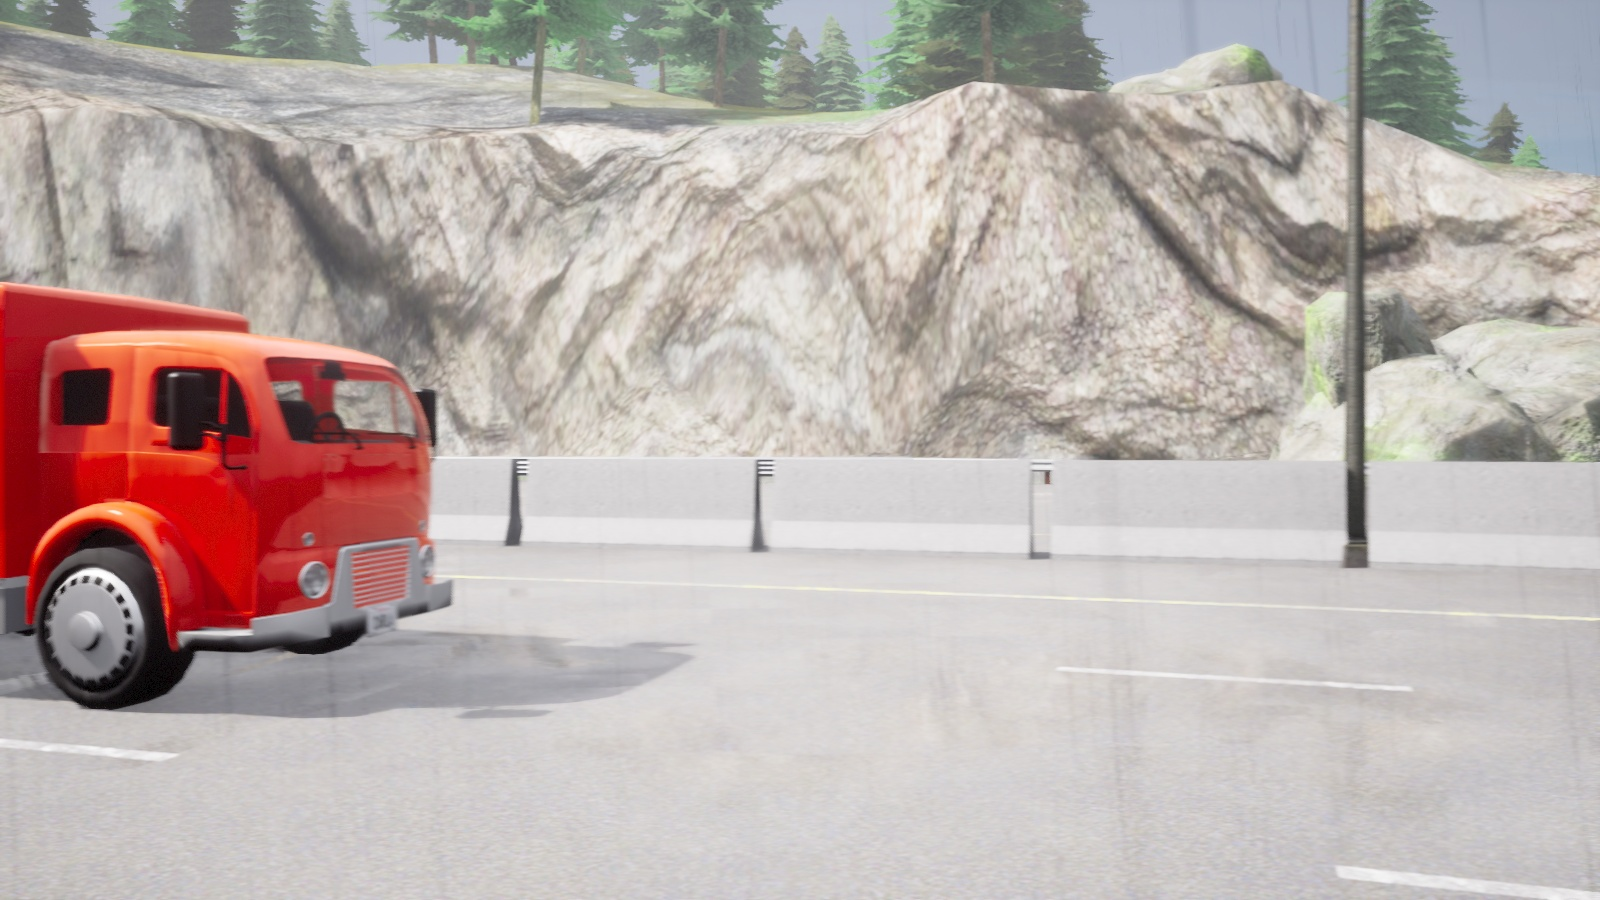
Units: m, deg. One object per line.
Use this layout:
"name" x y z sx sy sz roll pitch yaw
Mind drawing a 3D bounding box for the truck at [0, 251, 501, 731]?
"truck" -5.010 0.183 8.446 5.204 2.467 2.627 0 1 16
